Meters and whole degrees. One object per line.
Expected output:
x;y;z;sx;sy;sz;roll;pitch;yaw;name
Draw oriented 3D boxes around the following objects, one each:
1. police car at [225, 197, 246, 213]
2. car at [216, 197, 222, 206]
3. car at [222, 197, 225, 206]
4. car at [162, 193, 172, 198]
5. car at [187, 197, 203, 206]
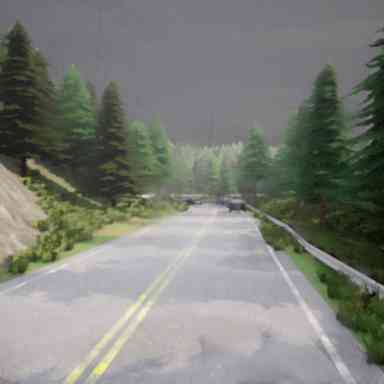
5.197;1.502;38.548;1.930;1.638;5.238;1;0;5;police car
5.325;1.558;55.124;1.812;1.442;4.674;-1;0;-11;car
5.943;1.547;48.644;1.882;1.535;5.008;0;0;0;car
-6.894;1.382;73.783;5.566;2.045;2.150;-2;2;39;car
0.441;1.587;56.377;2.128;1.511;4.902;-1;0;-15;car
